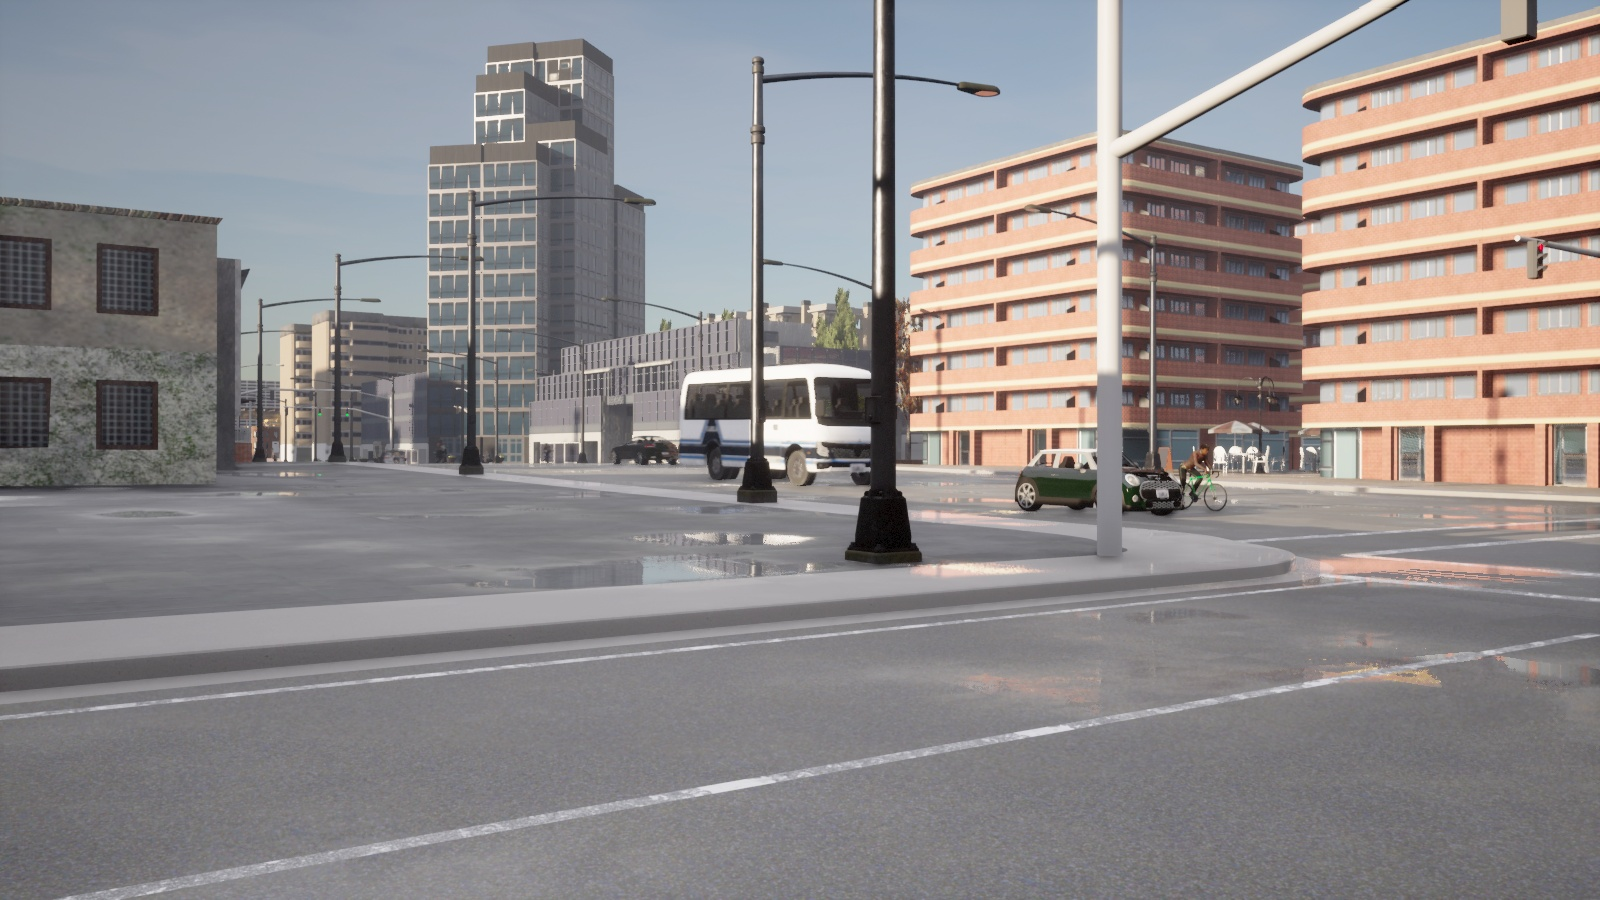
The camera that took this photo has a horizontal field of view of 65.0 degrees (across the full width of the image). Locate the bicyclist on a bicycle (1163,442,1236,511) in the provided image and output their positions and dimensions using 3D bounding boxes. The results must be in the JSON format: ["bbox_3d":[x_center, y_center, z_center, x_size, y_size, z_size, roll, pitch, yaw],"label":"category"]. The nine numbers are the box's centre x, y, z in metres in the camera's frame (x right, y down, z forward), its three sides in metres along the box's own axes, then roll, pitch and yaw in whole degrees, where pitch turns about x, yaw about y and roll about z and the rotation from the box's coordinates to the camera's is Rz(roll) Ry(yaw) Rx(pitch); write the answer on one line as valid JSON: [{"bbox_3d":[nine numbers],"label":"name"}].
[{"bbox_3d":[9.688,0.628,30.501,0.582,1.620,1.656,0,1,-34],"label":"bicyclist on a bicycle"}]

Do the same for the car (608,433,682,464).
[{"bbox_3d":[-8.795,-0.101,70.837,2.152,1.651,5.027,0,0,-34],"label":"car"}]

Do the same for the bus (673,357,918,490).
[{"bbox_3d":[-0.478,-0.928,45.780,3.944,4.253,10.273,0,1,-33],"label":"bus"}]

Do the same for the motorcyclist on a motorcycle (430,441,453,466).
[{"bbox_3d":[-22.518,0.213,78.800,0.797,1.523,2.044,0,-1,-34],"label":"motorcyclist on a motorcycle"}]

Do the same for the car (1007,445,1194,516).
[{"bbox_3d":[6.768,0.645,28.573,1.970,1.475,3.806,0,1,-33],"label":"car"}]
